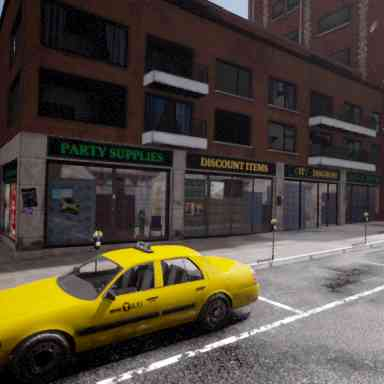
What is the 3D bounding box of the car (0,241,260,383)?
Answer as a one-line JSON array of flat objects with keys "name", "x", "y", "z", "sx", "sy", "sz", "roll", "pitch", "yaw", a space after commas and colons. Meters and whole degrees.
[{"name": "car", "x": -1.025, "y": 1.527, "z": 5.341, "sx": 4.829, "sy": 1.417, "sz": 1.752, "roll": 0, "pitch": 2, "yaw": -35}]
